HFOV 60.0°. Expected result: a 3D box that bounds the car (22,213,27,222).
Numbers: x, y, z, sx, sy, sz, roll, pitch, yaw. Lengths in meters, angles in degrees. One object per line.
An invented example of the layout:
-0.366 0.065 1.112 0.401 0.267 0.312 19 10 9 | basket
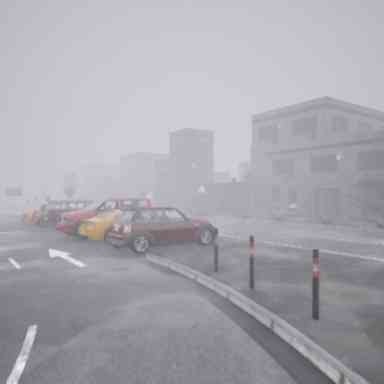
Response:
-11.622 1.927 28.657 5.366 1.575 1.946 -1 -1 -36 | car

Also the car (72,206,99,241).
-2.921 1.575 16.366 5.008 1.535 2.097 -1 -1 -36 | car

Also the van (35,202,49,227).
-8.377 1.541 23.665 4.442 1.987 1.878 -1 -1 -36 | van

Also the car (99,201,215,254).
-1.152 1.398 13.902 4.553 1.767 2.185 -1 -1 -36 | car

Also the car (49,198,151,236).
-4.668 1.374 18.708 5.566 2.045 2.435 -1 -1 -36 | car

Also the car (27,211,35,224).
-10.088 1.719 26.171 4.553 1.767 2.185 -1 -1 -36 | car
